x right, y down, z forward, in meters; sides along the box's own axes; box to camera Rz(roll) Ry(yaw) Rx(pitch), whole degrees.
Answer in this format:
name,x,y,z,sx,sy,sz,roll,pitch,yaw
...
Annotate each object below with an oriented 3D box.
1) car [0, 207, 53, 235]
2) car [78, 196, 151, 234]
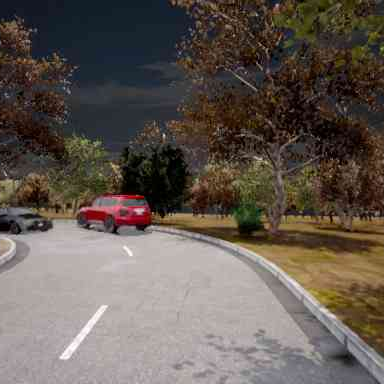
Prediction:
name,x,y,z,sx,sy,sz,roll,pitch,yaw
car,-9.828,1.548,18.572,4.181,1.385,1.994,0,-1,26
car,-4.686,1.235,19.686,2.150,2.045,5.566,2,-1,-44
